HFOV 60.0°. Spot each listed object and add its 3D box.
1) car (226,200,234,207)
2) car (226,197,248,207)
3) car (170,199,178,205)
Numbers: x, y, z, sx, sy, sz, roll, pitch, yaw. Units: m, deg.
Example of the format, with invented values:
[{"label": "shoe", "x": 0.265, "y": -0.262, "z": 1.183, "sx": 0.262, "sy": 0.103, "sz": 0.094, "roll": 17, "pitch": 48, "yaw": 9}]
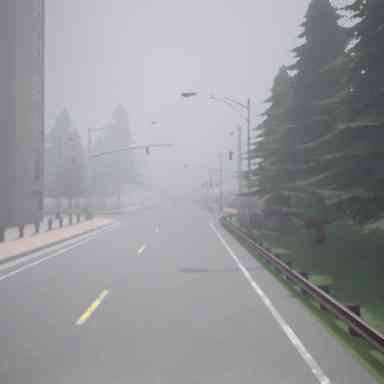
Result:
[{"label": "car", "x": 8.790, "y": 1.802, "z": 59.277, "sx": 4.605, "sy": 1.855, "sz": 1.932, "roll": 0, "pitch": -1, "yaw": -1}, {"label": "car", "x": 8.373, "y": 1.832, "z": 61.786, "sx": 3.866, "sy": 1.878, "sz": 1.905, "roll": 0, "pitch": -1, "yaw": -1}, {"label": "car", "x": -4.490, "y": 2.371, "z": 83.447, "sx": 1.882, "sy": 1.535, "sz": 5.008, "roll": 0, "pitch": -1, "yaw": -4}]
